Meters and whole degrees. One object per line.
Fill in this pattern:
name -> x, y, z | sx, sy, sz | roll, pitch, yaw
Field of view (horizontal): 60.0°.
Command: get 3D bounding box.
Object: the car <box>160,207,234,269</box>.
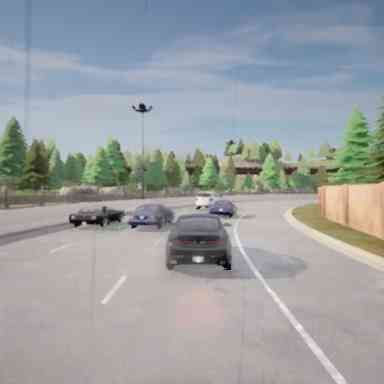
car -> 0.247, 1.444, 10.868 | 1.837, 1.490, 4.892 | 0, 0, 2

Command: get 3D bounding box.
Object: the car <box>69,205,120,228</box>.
car -> -5.841, 1.484, 21.141 | 1.895, 1.301, 4.718 | 0, 0, 8

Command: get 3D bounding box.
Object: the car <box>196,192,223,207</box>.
car -> 2.211, 1.005, 39.099 | 2.150, 2.045, 5.566 | 0, 0, 20

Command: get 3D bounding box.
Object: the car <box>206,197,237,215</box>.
car -> 2.801, 1.404, 28.879 | 1.994, 1.385, 4.181 | 0, 0, 13

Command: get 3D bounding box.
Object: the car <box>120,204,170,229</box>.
car -> -2.400, 1.432, 20.720 | 2.033, 1.411, 5.357 | 0, 0, 8
